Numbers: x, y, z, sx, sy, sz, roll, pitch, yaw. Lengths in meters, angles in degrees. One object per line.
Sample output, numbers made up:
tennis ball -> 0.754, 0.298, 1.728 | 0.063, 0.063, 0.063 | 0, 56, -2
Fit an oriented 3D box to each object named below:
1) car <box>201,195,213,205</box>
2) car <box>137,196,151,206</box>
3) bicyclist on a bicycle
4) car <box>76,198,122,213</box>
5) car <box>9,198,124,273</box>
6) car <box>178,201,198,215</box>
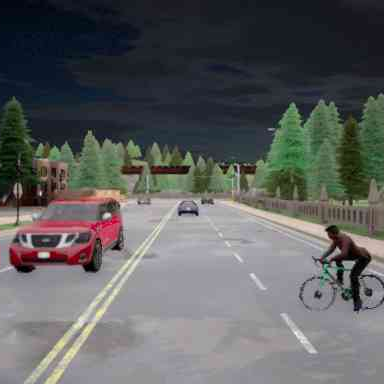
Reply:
car -> 2.714, 1.347, 60.677 | 2.097, 1.767, 4.553 | 0, 0, -1
car -> -7.886, 1.487, 54.895 | 2.128, 1.511, 4.902 | 0, 0, -1
bicyclist on a bicycle -> 2.836, 1.450, 6.276 | 1.656, 1.620, 0.582 | -2, 0, -1
car -> -10.555, 1.500, 38.154 | 1.837, 1.490, 4.892 | 5, 3, 40
car -> -3.721, 1.222, 11.043 | 2.150, 2.045, 5.566 | 0, 0, -1
car -> -0.385, 1.561, 33.632 | 1.994, 1.385, 4.181 | 0, 0, -1
